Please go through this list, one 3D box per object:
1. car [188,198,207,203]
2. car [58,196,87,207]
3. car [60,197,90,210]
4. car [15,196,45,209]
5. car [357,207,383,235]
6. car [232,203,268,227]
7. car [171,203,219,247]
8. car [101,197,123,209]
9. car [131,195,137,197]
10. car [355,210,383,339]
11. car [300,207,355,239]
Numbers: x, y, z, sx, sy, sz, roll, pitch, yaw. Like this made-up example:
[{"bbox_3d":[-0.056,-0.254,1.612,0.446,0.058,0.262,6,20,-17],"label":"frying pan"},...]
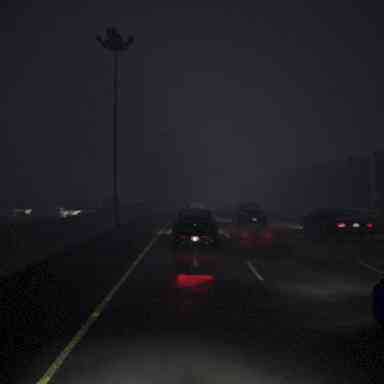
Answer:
[{"bbox_3d":[0.520,1.393,34.346,1.812,1.442,4.674,0,0,1],"label":"car"},{"bbox_3d":[-16.902,1.365,47.322,2.033,1.411,5.357,0,0,1],"label":"car"},{"bbox_3d":[-13.573,1.412,39.276,1.994,1.385,4.181,0,0,1],"label":"car"},{"bbox_3d":[-20.487,1.339,42.237,1.837,1.490,4.892,0,1,2],"label":"car"},{"bbox_3d":[10.660,1.534,17.222,1.895,1.301,4.718,0,0,1],"label":"car"},{"bbox_3d":[3.753,1.441,21.987,1.812,1.442,4.674,0,0,1],"label":"car"},{"bbox_3d":[0.136,1.449,14.676,1.837,1.490,4.892,0,0,1],"label":"car"},{"bbox_3d":[-9.992,1.316,41.781,1.882,1.535,5.008,0,0,2],"label":"car"},{"bbox_3d":[-14.433,0.923,81.783,2.033,1.411,5.357,0,0,-7],"label":"car"},{"bbox_3d":[3.601,1.213,2.279,2.150,2.045,5.566,0,0,0],"label":"car"},{"bbox_3d":[7.154,1.482,16.945,2.033,1.411,5.357,0,0,1],"label":"car"}]
